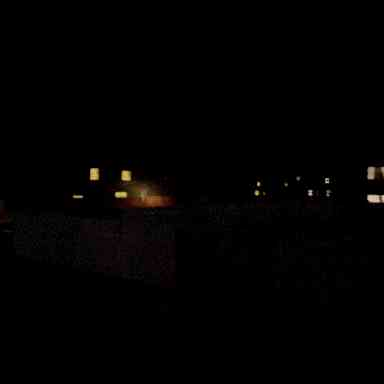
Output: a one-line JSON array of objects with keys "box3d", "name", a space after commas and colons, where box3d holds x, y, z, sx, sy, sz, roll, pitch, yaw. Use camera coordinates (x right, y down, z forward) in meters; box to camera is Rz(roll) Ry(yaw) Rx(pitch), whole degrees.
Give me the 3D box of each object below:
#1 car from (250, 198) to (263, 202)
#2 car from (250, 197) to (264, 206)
[{"box3d": [9.022, 1.752, 45.551, 1.994, 1.385, 4.181, 1, 0, 20], "name": "car"}, {"box3d": [11.471, 1.717, 59.101, 1.812, 1.442, 4.674, 1, 0, 2], "name": "car"}]
